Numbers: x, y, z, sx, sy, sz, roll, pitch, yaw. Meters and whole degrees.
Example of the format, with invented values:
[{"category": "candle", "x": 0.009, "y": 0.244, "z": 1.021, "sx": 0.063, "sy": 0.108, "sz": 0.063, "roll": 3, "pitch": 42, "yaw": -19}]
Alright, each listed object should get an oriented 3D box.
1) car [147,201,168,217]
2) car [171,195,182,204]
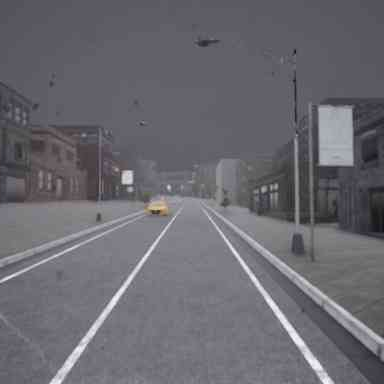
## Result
[{"category": "car", "x": -3.521, "y": 1.730, "z": 34.763, "sx": 1.882, "sy": 1.535, "sz": 5.008, "roll": 0, "pitch": -1, "yaw": 0}, {"category": "car", "x": -3.511, "y": 1.770, "z": 77.177, "sx": 2.150, "sy": 2.045, "sz": 5.566, "roll": 0, "pitch": 0, "yaw": 0}]
